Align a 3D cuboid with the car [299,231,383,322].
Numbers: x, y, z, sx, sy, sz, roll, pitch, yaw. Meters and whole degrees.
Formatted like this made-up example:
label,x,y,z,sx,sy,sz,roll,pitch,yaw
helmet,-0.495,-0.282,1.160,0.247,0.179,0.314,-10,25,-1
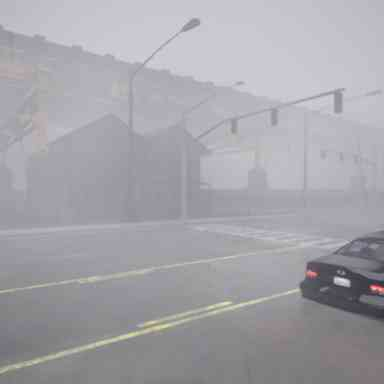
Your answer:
label,x,y,z,sx,sy,sz,roll,pitch,yaw
car,4.552,1.545,7.010,5.357,1.411,2.033,0,0,-35
